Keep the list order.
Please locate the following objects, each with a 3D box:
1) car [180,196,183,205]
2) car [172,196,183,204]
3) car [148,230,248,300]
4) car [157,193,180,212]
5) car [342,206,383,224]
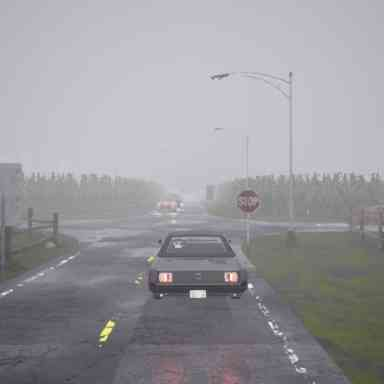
[{"bbox_3d":[-2.840,1.206,49.805,2.150,2.045,5.566,0,0,-1],"label":"car"},{"bbox_3d":[-2.780,1.493,65.332,1.812,1.442,4.674,0,0,0],"label":"car"},{"bbox_3d":[0.073,1.601,8.377,1.895,1.301,4.718,0,0,-1],"label":"car"},{"bbox_3d":[-2.840,1.342,38.265,2.097,1.767,4.553,0,0,0],"label":"car"},{"bbox_3d":[13.128,1.672,23.958,4.181,1.385,1.994,0,-1,1],"label":"car"}]
